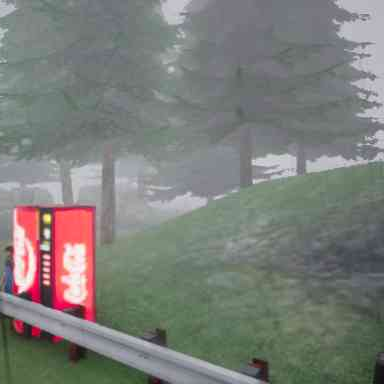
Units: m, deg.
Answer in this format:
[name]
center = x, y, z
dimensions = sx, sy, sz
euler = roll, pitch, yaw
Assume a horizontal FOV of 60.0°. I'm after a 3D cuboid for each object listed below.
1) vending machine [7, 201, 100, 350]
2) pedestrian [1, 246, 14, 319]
[vending machine]
center = -2.249, 1.210, 5.455
dimensions = 0.880, 2.100, 1.100
euler = 0, 0, 35
[pedestrian]
center = -3.135, 1.513, 5.813
dimensions = 0.375, 1.300, 0.375
euler = 0, 0, 35
